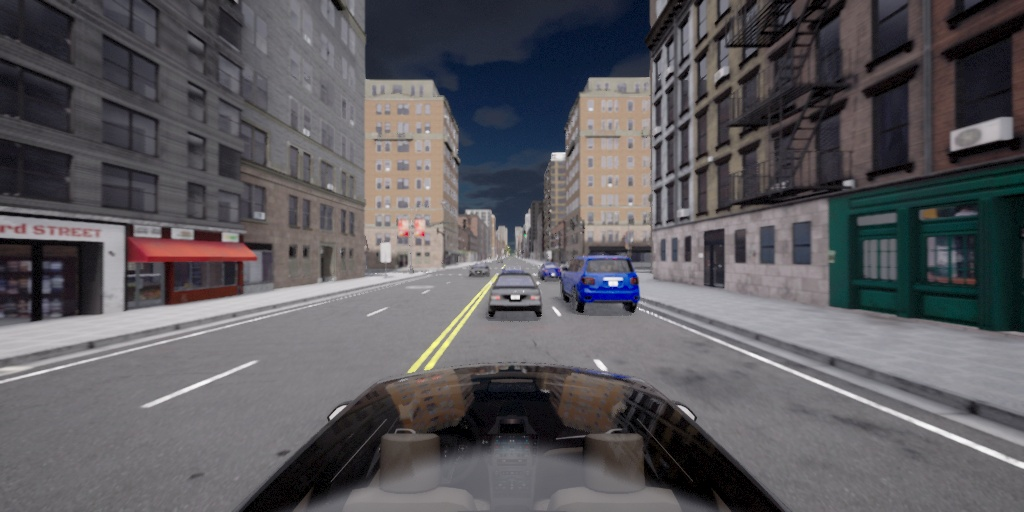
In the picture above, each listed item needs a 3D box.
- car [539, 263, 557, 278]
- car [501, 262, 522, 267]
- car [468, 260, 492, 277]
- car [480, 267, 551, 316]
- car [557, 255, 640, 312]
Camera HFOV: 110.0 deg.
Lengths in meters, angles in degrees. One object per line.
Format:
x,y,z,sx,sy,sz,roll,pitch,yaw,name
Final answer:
3.352,1.333,31.505,1.812,1.442,4.674,0,0,0,car
0.102,1.405,29.935,1.895,1.301,4.718,0,0,0,car
-3.248,1.392,36.471,1.994,1.385,4.181,0,0,0,car
0.100,1.320,13.522,2.033,1.411,5.357,0,0,0,car
3.348,0.998,14.531,2.150,2.045,5.566,0,0,0,car
